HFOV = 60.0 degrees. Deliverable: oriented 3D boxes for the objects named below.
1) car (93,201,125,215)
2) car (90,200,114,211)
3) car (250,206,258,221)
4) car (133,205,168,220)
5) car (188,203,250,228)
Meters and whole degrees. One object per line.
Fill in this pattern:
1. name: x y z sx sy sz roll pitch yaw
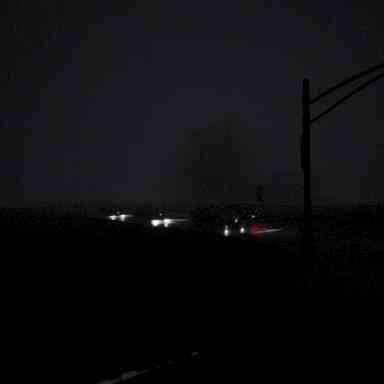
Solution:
1. car: -10.337 2.110 41.829 2.033 1.411 5.357 -1 0 -35
2. car: -14.660 2.160 54.172 2.128 1.511 4.902 -1 0 -36
3. car: 3.528 1.742 28.832 1.837 1.490 4.892 -1 0 -36
4. car: -4.189 1.981 33.230 1.994 1.385 4.181 -1 0 -37
5. car: 1.642 1.771 25.114 2.128 1.511 4.902 -1 0 -36
